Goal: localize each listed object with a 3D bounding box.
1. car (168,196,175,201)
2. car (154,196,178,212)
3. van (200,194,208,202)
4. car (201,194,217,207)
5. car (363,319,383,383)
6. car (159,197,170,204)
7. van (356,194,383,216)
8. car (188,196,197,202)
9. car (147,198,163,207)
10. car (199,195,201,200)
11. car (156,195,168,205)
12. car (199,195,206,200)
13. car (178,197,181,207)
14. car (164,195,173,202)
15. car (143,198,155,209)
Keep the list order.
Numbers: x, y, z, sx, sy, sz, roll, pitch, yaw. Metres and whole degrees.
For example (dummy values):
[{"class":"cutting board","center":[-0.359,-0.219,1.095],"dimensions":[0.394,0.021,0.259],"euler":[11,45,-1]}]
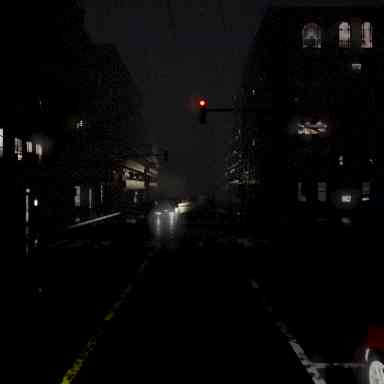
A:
[{"class":"car","center":[-5.501,1.632,89.522],"dimensions":[1.802,1.307,4.206],"euler":[-1,0,0]},{"class":"car","center":[-3.009,1.532,39.304],"dimensions":[1.812,1.442,4.674],"euler":[0,0,0]},{"class":"van","center":[2.852,1.379,78.443],"dimensions":[1.690,1.788,3.998],"euler":[-1,0,0]},{"class":"car","center":[2.793,1.454,50.804],"dimensions":[1.967,1.590,4.097],"euler":[-1,0,0]},{"class":"car","center":[2.687,1.544,1.804],"dimensions":[1.887,1.381,4.507],"euler":[0,0,0]},{"class":"car","center":[-5.551,1.609,67.411],"dimensions":[1.802,1.307,4.206],"euler":[-1,0,0]},{"class":"van","center":[15.701,1.035,27.347],"dimensions":[3.998,1.788,1.690],"euler":[-1,1,-1]},{"class":"car","center":[0.184,1.557,73.901],"dimensions":[1.812,1.442,4.674],"euler":[0,0,0]},{"class":"car","center":[-5.586,1.580,50.827],"dimensions":[1.947,1.339,4.313],"euler":[0,0,0]},{"class":"car","center":[2.830,1.577,67.387],"dimensions":[2.008,1.369,4.403],"euler":[-1,0,0]},{"class":"car","center":[-5.564,1.462,61.883],"dimensions":[1.967,1.590,4.097],"euler":[-1,0,0]},{"class":"car","center":[2.890,1.602,95.027],"dimensions":[1.887,1.381,4.507],"euler":[-1,0,0]},{"class":"car","center":[-2.969,1.539,49.618],"dimensions":[1.812,1.442,4.674],"euler":[0,0,0]},{"class":"car","center":[-5.527,1.563,78.296],"dimensions":[1.752,1.417,4.829],"euler":[-1,0,0]},{"class":"car","center":[-5.598,1.560,45.299],"dimensions":[2.008,1.369,4.403],"euler":[0,0,0]}]
